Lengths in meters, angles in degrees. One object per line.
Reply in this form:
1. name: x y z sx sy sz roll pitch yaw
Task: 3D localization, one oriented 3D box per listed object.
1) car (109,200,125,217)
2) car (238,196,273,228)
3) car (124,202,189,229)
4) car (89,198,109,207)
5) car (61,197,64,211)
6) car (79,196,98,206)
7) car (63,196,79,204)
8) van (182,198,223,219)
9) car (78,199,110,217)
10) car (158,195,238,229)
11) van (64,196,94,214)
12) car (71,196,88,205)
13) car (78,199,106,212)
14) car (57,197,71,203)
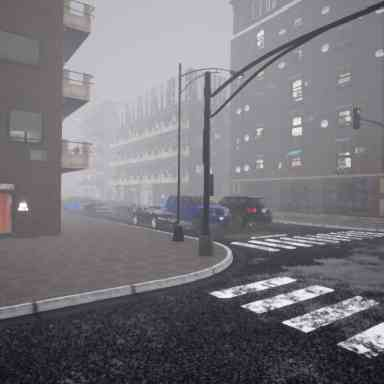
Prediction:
1. car: -5.561 1.638 30.518 1.895 1.301 4.718 1 -1 -35
2. car: 3.035 1.287 22.797 2.150 2.045 5.566 1 -1 -32
3. car: -2.402 1.540 21.630 2.008 1.369 4.403 1 -1 -35
4. car: -15.030 1.730 53.713 1.802 1.307 4.206 1 -1 -35
5. car: -15.140 1.581 40.029 2.008 1.369 4.403 1 -1 -35
6. car: -18.214 1.597 58.313 1.967 1.590 4.097 1 -1 -35
7. car: -24.582 1.614 67.512 1.967 1.590 4.097 1 -1 -35
8. van: 0.893 1.439 30.717 1.690 1.788 3.998 1 -1 -35
9. car: -8.772 1.592 30.829 1.802 1.307 4.206 1 -1 -35
10. car: 0.197 1.240 22.215 2.150 2.045 5.566 1 -1 -35
11. van: -11.954 1.361 35.431 1.690 1.788 3.998 1 -1 -35
12. car: -21.398 1.606 62.913 1.967 1.590 4.097 1 -1 -35
13. car: -12.041 1.583 39.908 1.812 1.442 4.674 1 -1 -35
14. car: -27.768 1.727 72.111 1.887 1.381 4.507 1 -1 -35
